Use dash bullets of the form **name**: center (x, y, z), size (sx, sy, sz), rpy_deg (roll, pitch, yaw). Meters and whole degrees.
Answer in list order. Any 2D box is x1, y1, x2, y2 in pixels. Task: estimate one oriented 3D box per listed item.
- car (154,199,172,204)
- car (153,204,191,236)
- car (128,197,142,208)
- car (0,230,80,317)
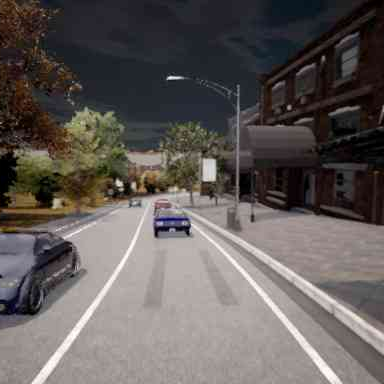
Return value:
- **car**: center (-3.184, 1.505, 36.270), size (1.812, 1.442, 4.674), rpy_deg (-1, 0, -6)
- **car**: center (-1.200, 1.576, 18.544), size (1.895, 1.301, 4.718), rpy_deg (-1, 0, -6)
- **car**: center (-8.440, 1.523, 49.830), size (2.128, 1.511, 4.902), rpy_deg (-1, 0, -6)
- **car**: center (-3.935, 1.579, 7.361), size (1.994, 1.385, 4.181), rpy_deg (0, 0, -3)
